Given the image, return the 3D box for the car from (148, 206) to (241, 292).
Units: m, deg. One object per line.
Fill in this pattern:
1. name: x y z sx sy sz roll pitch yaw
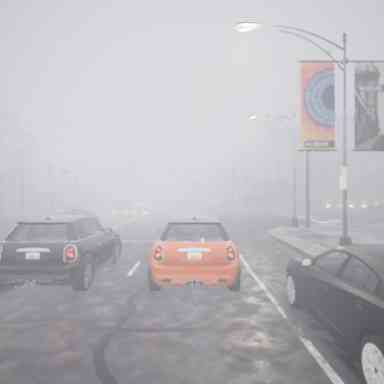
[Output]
1. car: 0.067 1.424 9.324 2.097 1.767 4.553 0 -1 0

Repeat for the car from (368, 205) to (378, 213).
1. car: 23.373 1.809 39.274 4.892 1.490 1.837 0 0 -1

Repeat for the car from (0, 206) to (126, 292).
1. car: -3.434 1.424 9.326 2.097 1.767 4.553 0 -1 0

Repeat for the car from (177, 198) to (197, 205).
1. car: -1.149 2.127 77.812 2.128 1.511 4.902 0 -1 36

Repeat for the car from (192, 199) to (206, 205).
1. car: 1.222 2.177 75.144 1.895 1.301 4.718 0 -1 36

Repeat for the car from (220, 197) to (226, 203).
1. car: 9.605 2.037 88.216 4.553 1.767 2.097 0 -1 -37

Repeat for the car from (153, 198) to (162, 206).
1. car: -6.744 2.033 68.037 1.837 1.490 4.892 0 -1 22

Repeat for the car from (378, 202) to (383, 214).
1. car: 23.140 1.630 35.771 4.553 1.767 2.097 0 0 -1

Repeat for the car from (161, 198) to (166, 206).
1. car: -3.789 2.073 65.785 1.994 1.385 4.181 0 -1 22

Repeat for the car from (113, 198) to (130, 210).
1. car: -10.342 1.739 50.001 2.097 1.767 4.553 0 0 4

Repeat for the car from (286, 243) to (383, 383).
1. car: 2.897 1.520 5.026 2.097 1.535 5.008 0 0 0

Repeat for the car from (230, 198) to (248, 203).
1. car: 12.248 2.188 85.781 4.674 1.442 1.812 0 -1 -37

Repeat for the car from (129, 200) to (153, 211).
1. car: -6.998 1.884 46.278 1.812 1.442 4.674 0 0 2

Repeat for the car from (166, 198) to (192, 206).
1. car: -2.242 2.006 59.316 2.033 1.411 5.357 0 0 16

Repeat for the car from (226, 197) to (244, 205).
1. car: 10.551 2.061 75.343 5.008 1.535 1.882 0 -1 -43
